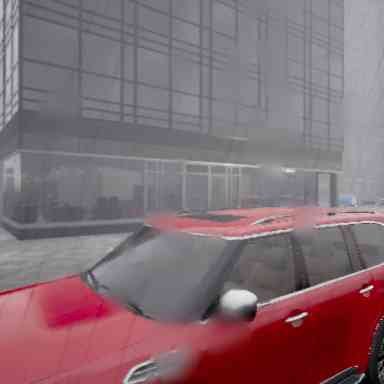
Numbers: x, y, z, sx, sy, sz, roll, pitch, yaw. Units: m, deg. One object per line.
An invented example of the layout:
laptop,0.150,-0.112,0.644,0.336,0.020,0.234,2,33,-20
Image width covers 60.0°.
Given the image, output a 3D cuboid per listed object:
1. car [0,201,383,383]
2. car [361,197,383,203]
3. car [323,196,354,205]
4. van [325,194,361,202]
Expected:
car,0.341,1.229,3.621,5.566,2.045,2.150,0,0,-36
car,28.114,1.480,51.939,1.947,1.339,4.313,1,0,-35
car,24.880,1.388,56.531,1.887,1.381,4.507,1,0,-35
van,21.153,1.229,47.021,1.690,1.788,3.998,1,0,-35
